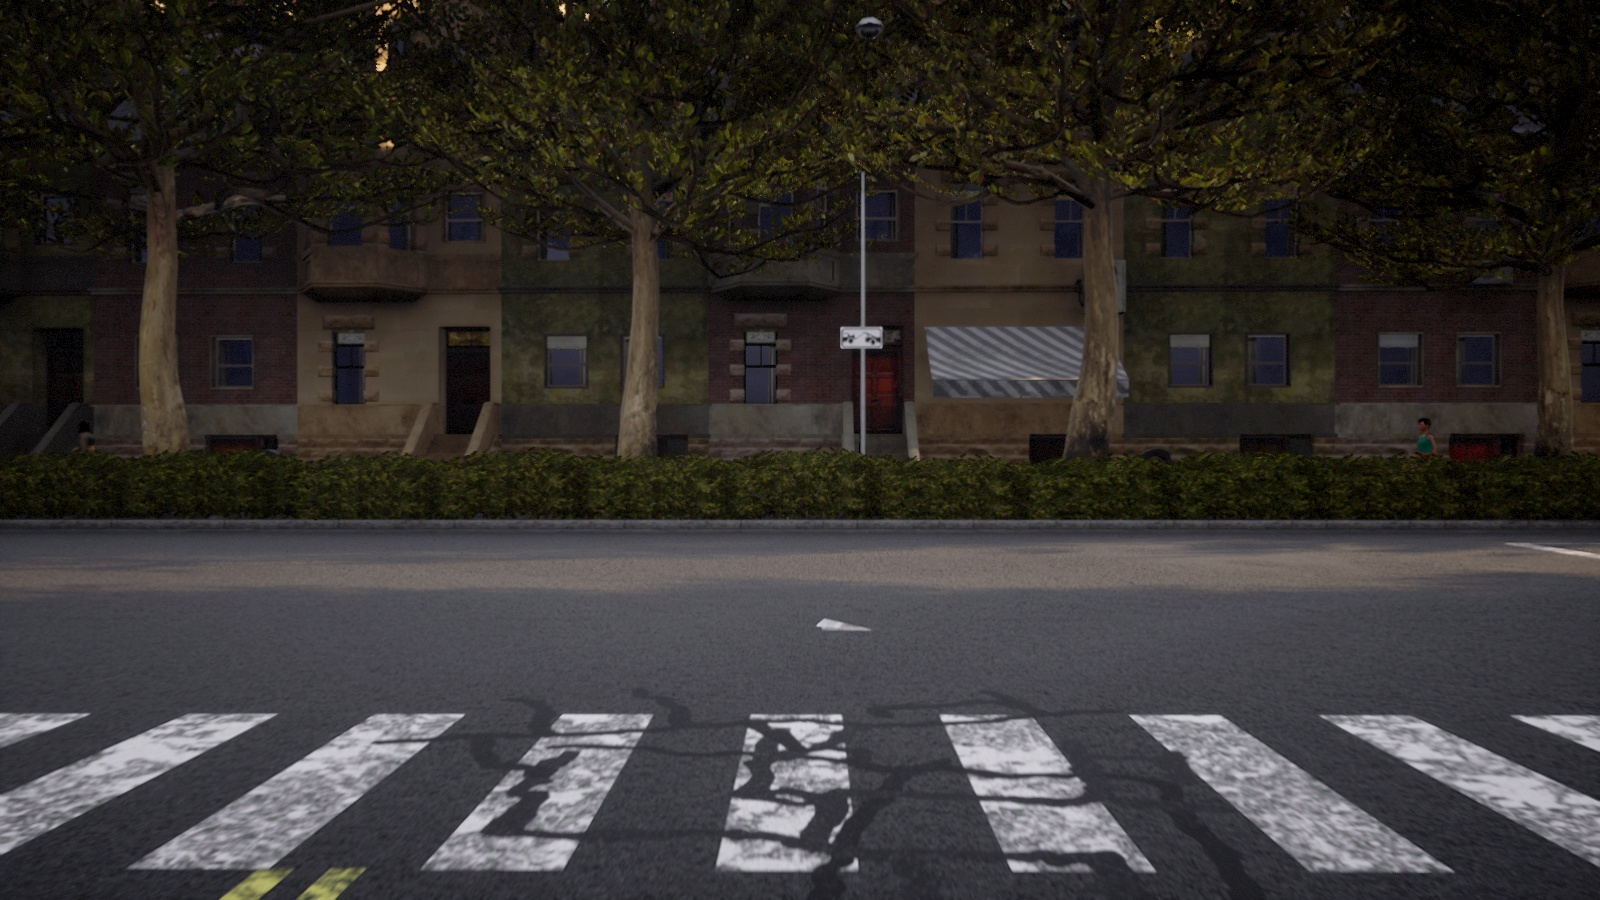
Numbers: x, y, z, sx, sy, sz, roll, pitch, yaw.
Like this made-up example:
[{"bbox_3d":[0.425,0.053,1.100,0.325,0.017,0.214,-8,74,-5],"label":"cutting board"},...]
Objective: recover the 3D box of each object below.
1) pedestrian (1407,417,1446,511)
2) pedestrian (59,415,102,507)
[{"bbox_3d":[12.343,0.268,24.764,0.594,1.836,0.345,0,0,3],"label":"pedestrian"},{"bbox_3d":[-15.369,0.233,26.819,0.692,1.930,0.396,0,0,11],"label":"pedestrian"}]
